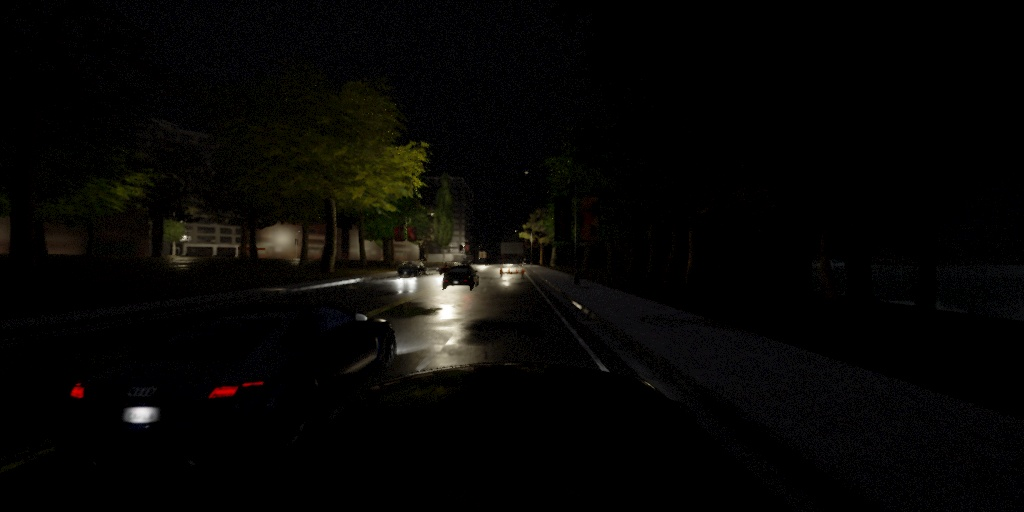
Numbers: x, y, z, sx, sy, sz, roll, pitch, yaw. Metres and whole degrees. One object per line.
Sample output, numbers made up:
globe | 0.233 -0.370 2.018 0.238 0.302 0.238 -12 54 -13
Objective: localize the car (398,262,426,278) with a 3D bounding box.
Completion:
car | -9.841 1.302 35.551 2.128 1.511 4.902 0 0 0

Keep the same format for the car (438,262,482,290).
car | -3.148 1.300 22.393 1.812 1.442 4.674 0 0 0

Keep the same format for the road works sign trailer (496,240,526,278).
road works sign trailer | 0.003 0.271 34.096 2.380 3.560 2.880 0 0 0

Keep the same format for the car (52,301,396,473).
car | -3.150 1.316 5.053 1.994 1.385 4.181 0 0 0
